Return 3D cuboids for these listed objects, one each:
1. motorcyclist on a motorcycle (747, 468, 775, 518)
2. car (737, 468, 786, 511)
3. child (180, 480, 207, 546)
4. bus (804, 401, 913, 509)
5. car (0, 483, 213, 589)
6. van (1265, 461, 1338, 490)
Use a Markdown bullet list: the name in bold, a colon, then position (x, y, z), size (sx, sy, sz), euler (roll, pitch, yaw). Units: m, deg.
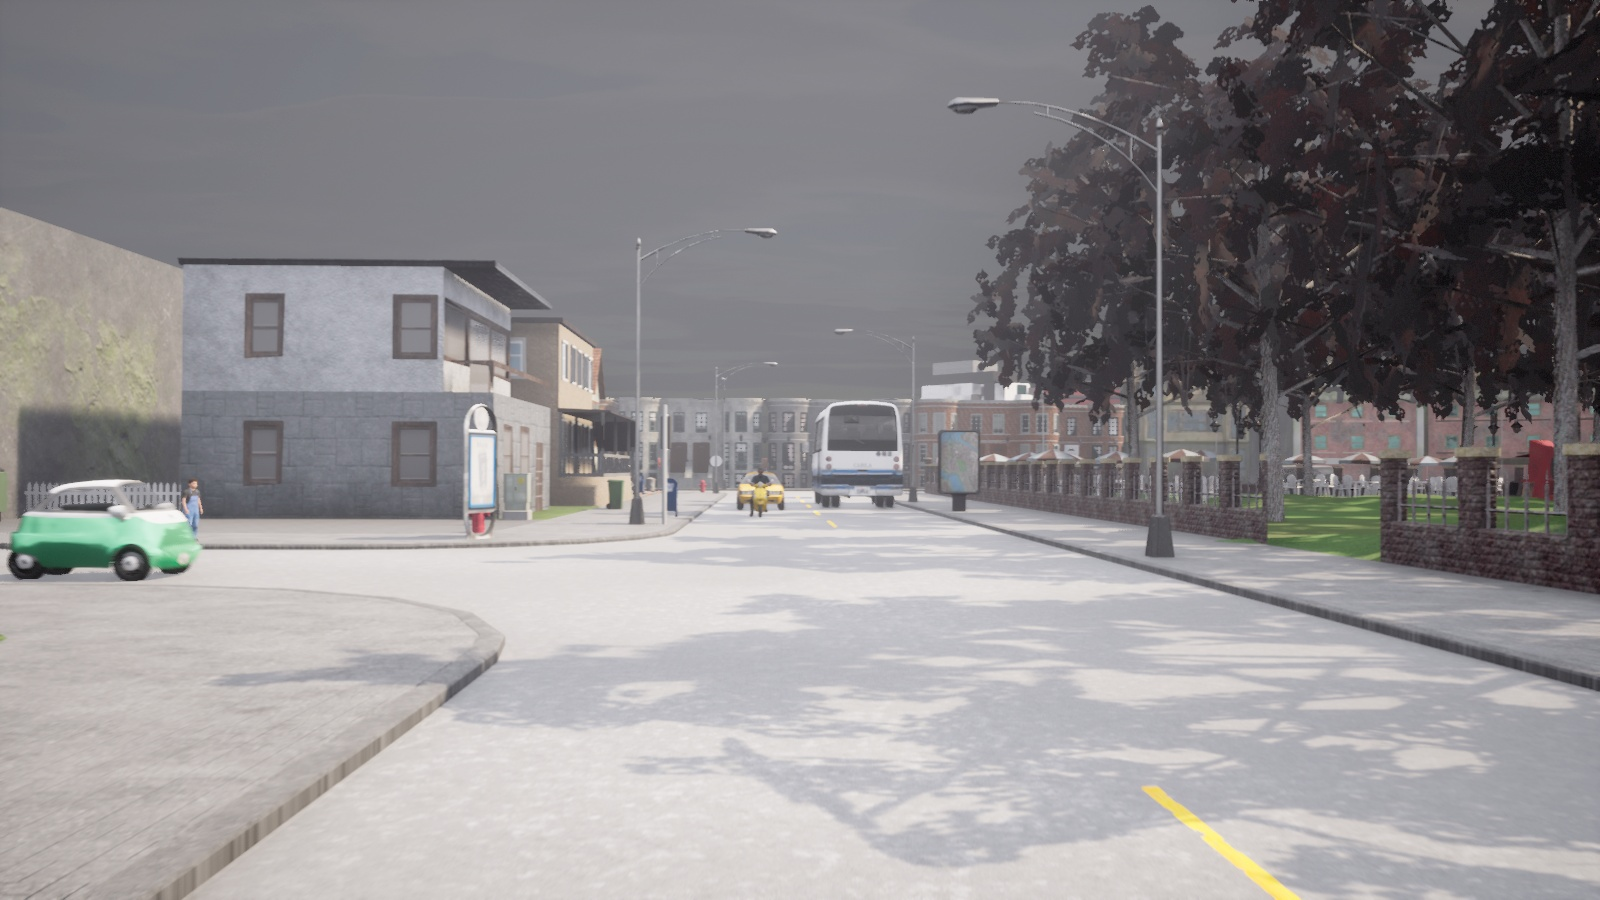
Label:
- **motorcyclist on a motorcycle**: position (-1.262, 1.392, 40.923), size (0.866, 1.590, 1.817), euler (0, -1, -2)
- **car**: position (-1.512, 1.506, 49.297), size (1.801, 1.575, 5.366), euler (0, -1, -2)
- **child**: position (-11.824, 1.219, 24.477), size (0.437, 1.263, 0.270), euler (-1, -1, 32)
- **bus**: position (2.317, 0.259, 54.785), size (3.944, 4.253, 10.273), euler (0, -1, -2)
- **car**: position (-9.666, 1.172, 17.599), size (2.207, 1.376, 1.481), euler (-1, -1, -2)
- **van**: position (35.334, 1.775, 88.605), size (4.442, 1.987, 1.775), euler (0, -1, -1)
